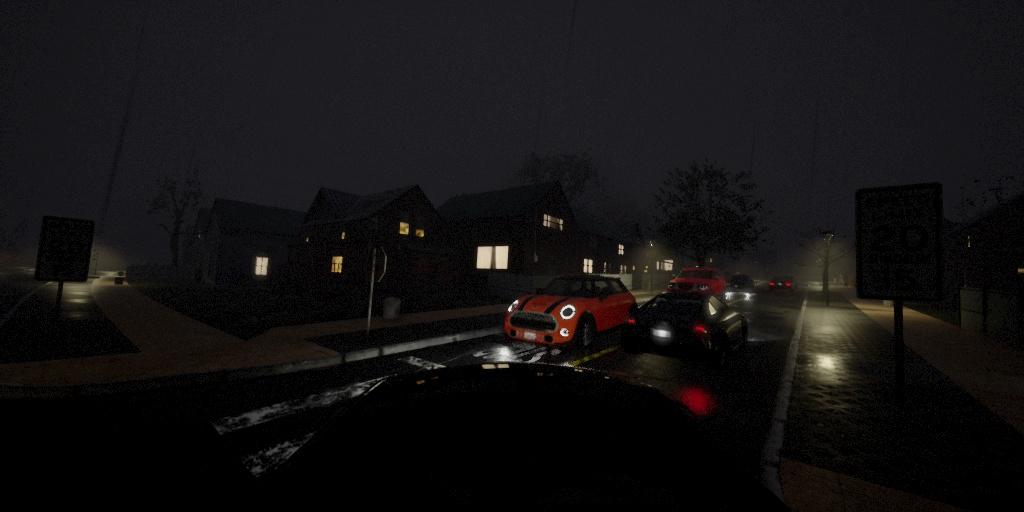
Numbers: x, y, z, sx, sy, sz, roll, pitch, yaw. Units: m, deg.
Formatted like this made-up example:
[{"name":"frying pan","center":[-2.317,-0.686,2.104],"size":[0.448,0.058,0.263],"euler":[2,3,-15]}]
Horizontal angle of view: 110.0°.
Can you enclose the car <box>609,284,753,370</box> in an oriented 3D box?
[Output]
[{"name":"car","center":[4.208,1.545,8.515],"size":[1.994,1.385,4.181],"euler":[0,-2,40]}]

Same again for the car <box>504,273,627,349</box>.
[{"name":"car","center":[1.828,1.334,10.066],"size":[2.097,1.767,4.553],"euler":[0,-2,39]}]

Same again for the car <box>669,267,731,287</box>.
[{"name":"car","center":[10.847,1.688,20.884],"size":[2.150,2.045,5.566],"euler":[0,-2,40]}]

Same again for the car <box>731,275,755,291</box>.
[{"name":"car","center":[21.080,2.516,33.058],"size":[1.837,1.490,4.892],"euler":[0,-3,40]}]

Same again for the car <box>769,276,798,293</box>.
[{"name":"car","center":[25.735,2.674,34.151],"size":[2.033,1.411,5.357],"euler":[0,-2,40]}]
